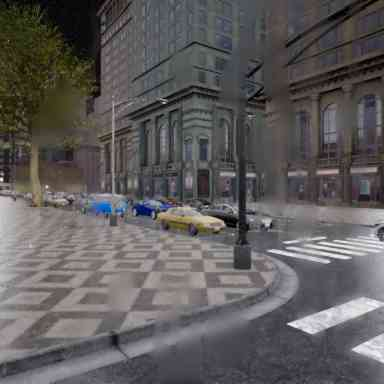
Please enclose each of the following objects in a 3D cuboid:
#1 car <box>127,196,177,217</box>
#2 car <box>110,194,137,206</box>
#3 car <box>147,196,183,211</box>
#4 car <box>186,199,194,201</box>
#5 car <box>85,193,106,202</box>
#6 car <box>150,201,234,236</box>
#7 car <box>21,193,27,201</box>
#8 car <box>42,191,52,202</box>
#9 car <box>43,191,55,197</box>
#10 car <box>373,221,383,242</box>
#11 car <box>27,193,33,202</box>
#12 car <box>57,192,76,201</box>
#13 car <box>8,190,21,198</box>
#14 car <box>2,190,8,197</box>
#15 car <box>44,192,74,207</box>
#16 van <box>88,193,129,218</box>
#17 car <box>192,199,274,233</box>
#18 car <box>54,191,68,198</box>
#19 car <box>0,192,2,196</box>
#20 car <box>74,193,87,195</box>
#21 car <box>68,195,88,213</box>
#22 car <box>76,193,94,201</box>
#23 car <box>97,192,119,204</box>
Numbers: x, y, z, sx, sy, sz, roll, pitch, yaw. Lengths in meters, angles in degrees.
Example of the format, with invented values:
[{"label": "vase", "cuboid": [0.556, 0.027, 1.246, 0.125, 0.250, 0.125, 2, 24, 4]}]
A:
[{"label": "car", "cuboid": [-3.057, 1.258, 26.485, 1.882, 1.535, 5.008, 0, 1, -35]}, {"label": "car", "cuboid": [-9.520, 1.074, 45.815, 2.008, 1.369, 4.403, 1, 0, -35]}, {"label": "car", "cuboid": [-3.037, 1.224, 36.636, 1.887, 1.381, 4.507, 1, 0, -35]}, {"label": "car", "cuboid": [0.202, 1.315, 32.048, 1.947, 1.339, 4.313, 1, 0, -35]}, {"label": "car", "cuboid": [-16.001, 0.911, 54.991, 2.008, 1.369, 4.403, 1, 0, -35]}, {"label": "car", "cuboid": [-0.176, 1.398, 17.802, 1.752, 1.417, 4.829, 1, 0, -35]}, {"label": "car", "cuboid": [-26.202, 0.831, 54.656, 2.008, 1.369, 4.403, 1, 0, -35]}, {"label": "car", "cuboid": [-19.720, 0.993, 45.480, 2.008, 1.369, 4.403, 1, 0, -35]}, {"label": "car", "cuboid": [-35.445, 0.473, 82.518, 1.802, 1.307, 4.206, 1, 0, -35]}, {"label": "car", "cuboid": [9.966, 1.499, 13.585, 1.812, 1.442, 4.674, 0, 1, -35]}, {"label": "car", "cuboid": [-22.961, 0.911, 50.068, 2.008, 1.369, 4.403, 1, 0, -35]}, {"label": "car", "cuboid": [-22.469, 0.746, 59.504, 2.128, 1.511, 4.902, 0, 1, -35]}, {"label": "car", "cuboid": [-35.922, 0.484, 68.420, 1.967, 1.590, 4.097, 1, 0, -35]}, {"label": "car", "cuboid": [-42.404, 0.331, 77.597, 1.967, 1.590, 4.097, 1, 0, -35]}, {"label": "car", "cuboid": [-16.382, 1.052, 40.753, 1.752, 1.417, 4.829, 1, 0, -35]}, {"label": "van", "cuboid": [-6.755, 1.091, 27.122, 1.690, 1.788, 3.998, 1, 0, -35]}, {"label": "car", "cuboid": [2.385, 1.371, 18.789, 2.128, 1.511, 4.902, 0, 1, -36]}, {"label": "car", "cuboid": [-28.963, 0.588, 73.342, 1.887, 1.381, 4.507, 1, 0, -35]}, {"label": "car", "cuboid": [-45.645, 0.255, 82.186, 1.967, 1.590, 4.097, 1, 0, -35]}, {"label": "car", "cuboid": [-14.843, 1.014, 43.251, 1.837, 1.490, 4.892, 0, 1, -35]}, {"label": "car", "cuboid": [-9.997, 1.231, 31.711, 2.008, 1.369, 4.403, 1, 0, -35]}, {"label": "car", "cuboid": [-19.242, 0.862, 59.579, 1.802, 1.307, 4.206, 1, 0, -35]}, {"label": "car", "cuboid": [-12.759, 0.881, 50.403, 1.967, 1.590, 4.097, 1, 0, -35]}]
